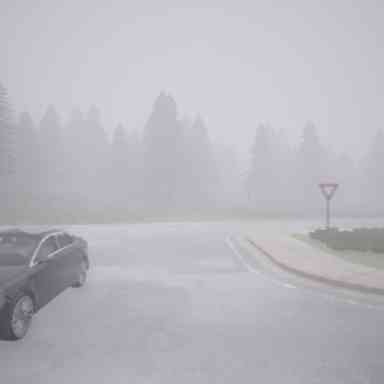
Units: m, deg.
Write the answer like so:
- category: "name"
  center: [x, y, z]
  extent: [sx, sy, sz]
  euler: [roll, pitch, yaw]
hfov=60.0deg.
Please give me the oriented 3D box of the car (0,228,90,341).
- category: "car"
  center: [-3.510, 1.530, 6.633]
  extent: [2.128, 1.511, 4.902]
  euler: [0, 0, 0]
